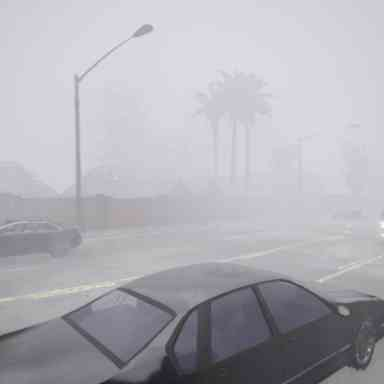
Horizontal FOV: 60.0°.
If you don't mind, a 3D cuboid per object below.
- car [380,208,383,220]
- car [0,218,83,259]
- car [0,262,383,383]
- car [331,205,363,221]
[{"bbox_3d":[20.562,1.992,33.517,4.902,1.511,2.128,1,-2,-44],"label":"car"},{"bbox_3d":[-6.567,1.752,12.317,4.902,1.511,2.128,1,-1,-39],"label":"car"},{"bbox_3d":[0.411,1.619,3.996,5.357,1.411,2.033,0,-1,-39],"label":"car"},{"bbox_3d":[15.843,2.067,33.774,4.674,1.442,1.812,1,-2,-45],"label":"car"}]
